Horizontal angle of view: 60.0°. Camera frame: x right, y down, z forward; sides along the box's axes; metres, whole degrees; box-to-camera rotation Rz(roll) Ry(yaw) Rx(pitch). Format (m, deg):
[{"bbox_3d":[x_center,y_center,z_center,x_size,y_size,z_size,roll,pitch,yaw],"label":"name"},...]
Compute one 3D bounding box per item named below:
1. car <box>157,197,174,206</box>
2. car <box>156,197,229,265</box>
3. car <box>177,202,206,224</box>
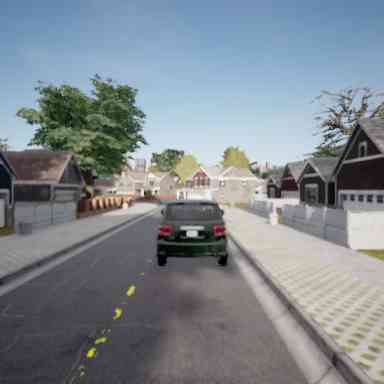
[{"bbox_3d":[-4.522,1.524,56.179,2.033,1.411,5.357,0,0,-14],"label":"car"},{"bbox_3d":[0.028,1.219,11.790,2.150,2.045,5.566,0,0,0],"label":"car"},{"bbox_3d":[0.011,1.537,25.803,2.033,1.411,5.357,0,0,1],"label":"car"}]
